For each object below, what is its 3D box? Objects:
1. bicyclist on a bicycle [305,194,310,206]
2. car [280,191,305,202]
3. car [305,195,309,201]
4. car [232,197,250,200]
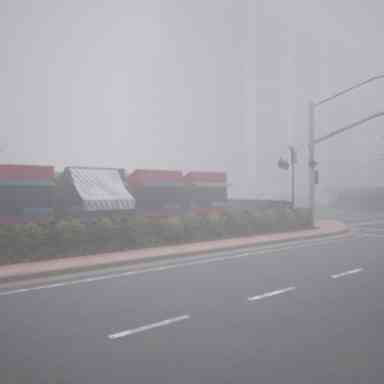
[{"bbox_3d":[15.735,1.026,44.958,1.656,1.620,0.582,-1,0,-36],"label":"bicyclist on a bicycle"},{"bbox_3d":[16.840,0.848,57.437,1.905,1.878,3.866,0,0,-35],"label":"car"},{"bbox_3d":[19.235,0.831,59.144,1.905,1.878,3.866,0,0,-35],"label":"car"},{"bbox_3d":[5.751,1.318,38.318,1.812,1.442,4.674,0,0,-36],"label":"car"}]
